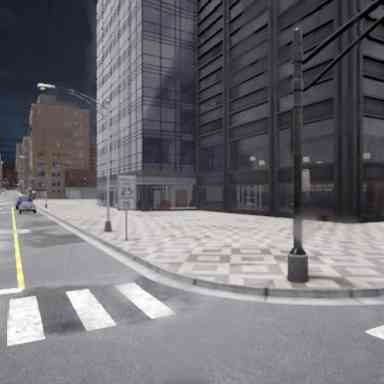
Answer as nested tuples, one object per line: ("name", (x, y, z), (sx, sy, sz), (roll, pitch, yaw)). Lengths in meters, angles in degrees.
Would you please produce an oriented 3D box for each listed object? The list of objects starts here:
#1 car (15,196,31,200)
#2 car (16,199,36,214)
("car", (-24.951, 1.583, 49.434), (2.150, 2.045, 5.566), (0, 0, -29))
("car", (-19.954, 1.872, 40.306), (2.033, 1.411, 5.357), (0, 0, -28))
